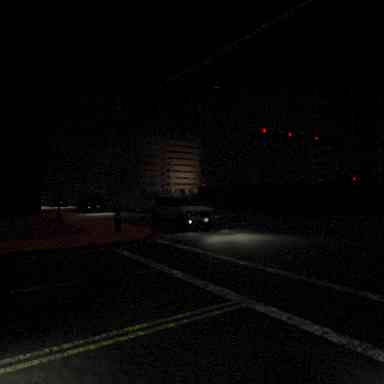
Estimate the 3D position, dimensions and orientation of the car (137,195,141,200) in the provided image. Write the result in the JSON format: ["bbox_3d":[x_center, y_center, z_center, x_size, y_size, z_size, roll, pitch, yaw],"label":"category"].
[{"bbox_3d":[-11.404,1.153,83.910,4.605,1.855,1.932,0,0,-34],"label":"car"}]

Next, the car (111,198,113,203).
[{"bbox_3d":[-17.252,1.526,66.768,1.812,1.442,4.674,0,0,-33],"label":"car"}]

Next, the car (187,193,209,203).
[{"bbox_3d":[1.207,1.156,65.255,3.866,1.878,1.905,0,0,-34],"label":"car"}]

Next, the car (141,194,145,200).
[{"bbox_3d":[-9.827,1.156,81.483,3.866,1.878,1.905,0,0,-34],"label":"car"}]

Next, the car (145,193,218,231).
[{"bbox_3d":[-0.680,1.221,21.064,2.150,2.045,5.566,0,0,-33],"label":"car"}]

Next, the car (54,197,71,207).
[{"bbox_3d":[-20.237,1.506,51.710,1.837,1.490,4.892,0,0,-32],"label":"car"}]

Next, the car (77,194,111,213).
[{"bbox_3d":[-11.538,1.224,38.011,2.150,2.045,5.566,0,0,-33],"label":"car"}]
